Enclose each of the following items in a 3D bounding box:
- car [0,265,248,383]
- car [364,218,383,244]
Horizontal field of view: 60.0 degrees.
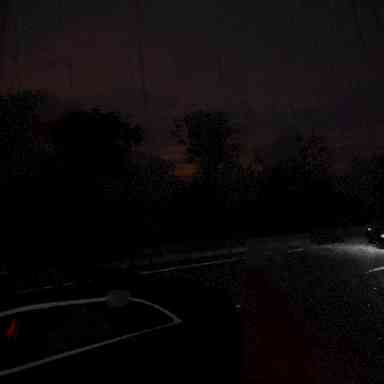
[{"bbox_3d":[-1.719,1.492,2.749,4.902,1.511,2.128,1,0,-35],"label":"car"},{"bbox_3d":[9.705,1.683,15.131,4.181,1.385,1.994,1,0,-35],"label":"car"}]
